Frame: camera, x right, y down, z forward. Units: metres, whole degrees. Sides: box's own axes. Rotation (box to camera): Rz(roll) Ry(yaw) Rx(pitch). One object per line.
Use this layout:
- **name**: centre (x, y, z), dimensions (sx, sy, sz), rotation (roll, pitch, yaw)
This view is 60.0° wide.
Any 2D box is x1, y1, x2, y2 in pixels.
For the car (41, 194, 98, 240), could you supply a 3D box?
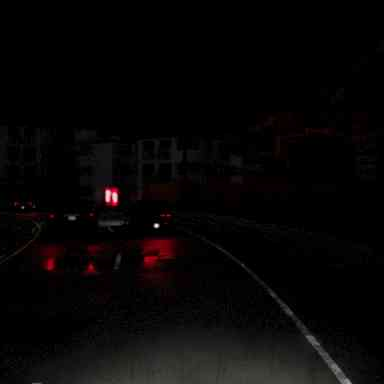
- **car**: centre (-5.604, 1.065, 15.686), dimensions (2.097, 1.767, 4.553), rotation (0, 1, -18)

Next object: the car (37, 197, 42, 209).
- **car**: centre (-13.338, 0.903, 32.304), dimensions (4.902, 1.511, 2.128), rotation (1, 1, 40)

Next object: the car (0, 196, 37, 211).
- **car**: centre (-16.633, 1.044, 30.590), dimensions (4.718, 1.301, 1.895), rotation (1, 1, 37)

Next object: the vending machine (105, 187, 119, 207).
- **vending machine**: centre (-8.709, 0.536, 36.213), dimensions (0.880, 2.100, 1.100), rotation (1, 1, 41)

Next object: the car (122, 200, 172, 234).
- **car**: centre (-2.381, 1.193, 17.059), dimensions (1.837, 1.490, 4.892), rotation (0, 1, -19)
